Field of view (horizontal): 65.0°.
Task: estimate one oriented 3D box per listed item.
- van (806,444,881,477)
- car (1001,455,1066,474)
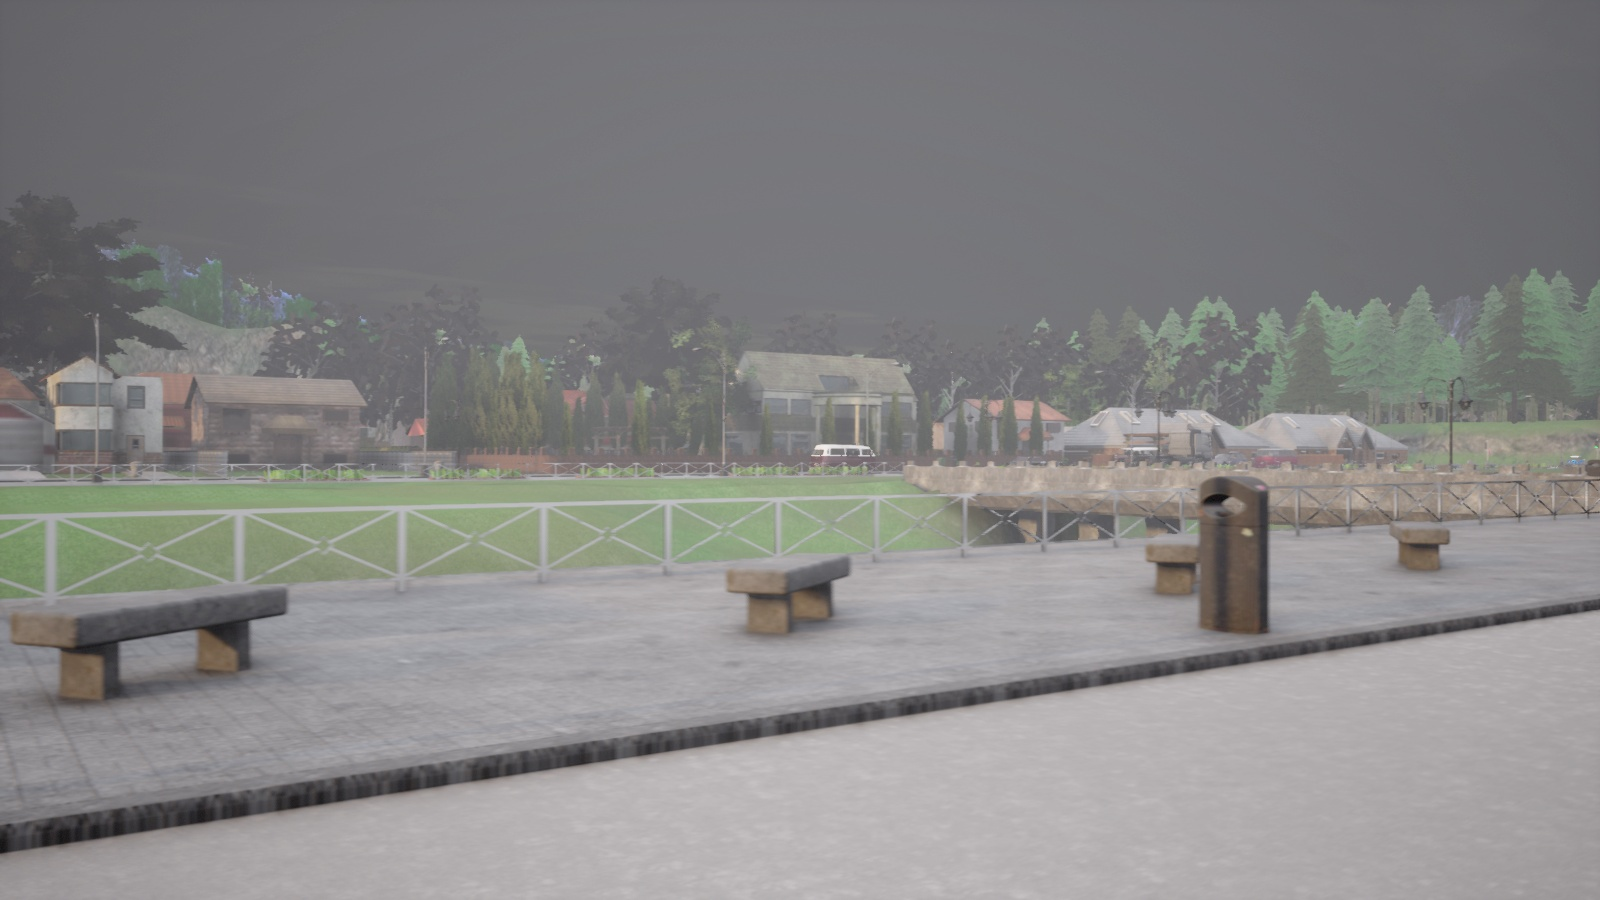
[{"bbox_3d":[2.845,0.662,81.410,4.480,2.038,2.069,0,0,-35],"label":"van"},{"bbox_3d":[16.979,1.033,91.243,4.718,1.301,1.895,0,0,-35],"label":"car"}]
